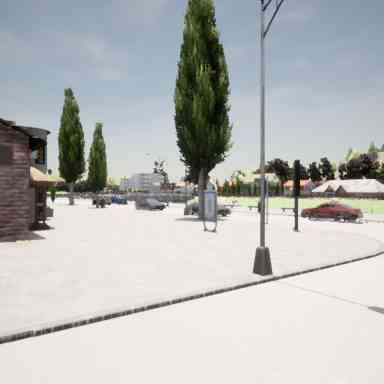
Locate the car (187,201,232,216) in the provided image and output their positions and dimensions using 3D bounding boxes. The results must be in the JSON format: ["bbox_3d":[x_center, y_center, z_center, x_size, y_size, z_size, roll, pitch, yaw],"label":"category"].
[{"bbox_3d":[1.360,1.547,31.560,2.033,1.411,5.357,0,0,-36],"label":"car"}]

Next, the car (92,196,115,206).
[{"bbox_3d":[-14.747,1.566,54.147,1.994,1.385,4.181,0,0,-35],"label":"car"}]

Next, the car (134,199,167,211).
[{"bbox_3d":[-5.187,1.547,40.682,2.033,1.411,5.357,0,0,-36],"label":"car"}]

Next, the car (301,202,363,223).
[{"bbox_3d":[10.713,1.525,25.734,1.812,1.442,4.674,0,0,-36],"label":"car"}]

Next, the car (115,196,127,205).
[{"bbox_3d":[-13.355,1.477,59.243,1.882,1.535,5.008,0,0,-36],"label":"car"}]
